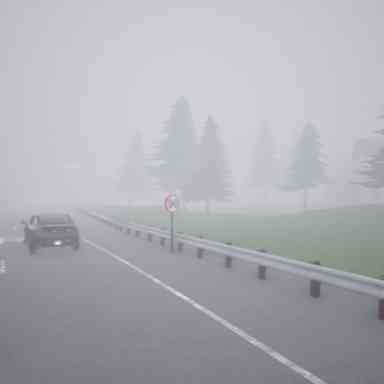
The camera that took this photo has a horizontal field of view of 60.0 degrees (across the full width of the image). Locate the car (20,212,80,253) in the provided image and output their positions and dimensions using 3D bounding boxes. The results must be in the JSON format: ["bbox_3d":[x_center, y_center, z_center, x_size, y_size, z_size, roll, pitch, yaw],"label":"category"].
[{"bbox_3d":[-6.177,1.632,14.447,1.837,1.490,4.892,0,0,-30],"label":"car"}]
